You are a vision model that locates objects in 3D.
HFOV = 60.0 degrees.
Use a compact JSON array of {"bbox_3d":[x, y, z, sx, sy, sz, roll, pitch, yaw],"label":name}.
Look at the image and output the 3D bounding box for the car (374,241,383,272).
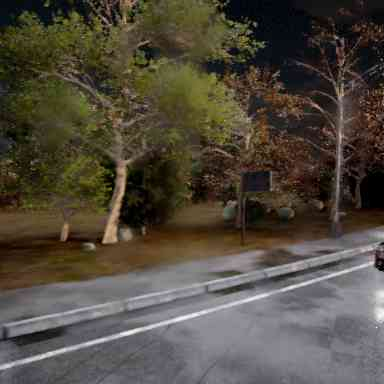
[{"bbox_3d":[6.958,1.564,9.558,4.181,1.385,1.994,0,0,-40],"label":"car"}]
